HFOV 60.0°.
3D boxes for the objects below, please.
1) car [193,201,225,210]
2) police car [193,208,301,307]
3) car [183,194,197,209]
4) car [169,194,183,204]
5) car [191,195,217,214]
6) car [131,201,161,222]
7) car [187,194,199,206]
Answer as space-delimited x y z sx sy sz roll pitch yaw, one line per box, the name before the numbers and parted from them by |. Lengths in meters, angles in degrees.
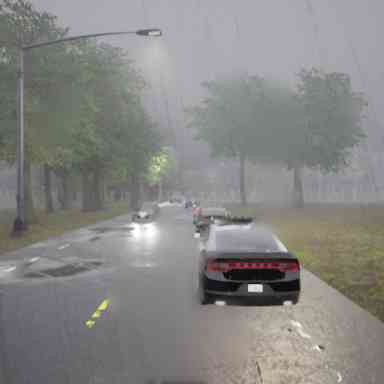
car | 1.107 1.479 18.074 1.837 1.490 4.892 0 0 0
police car | 1.076 1.412 8.183 1.930 1.638 5.238 0 0 0
car | 0.188 1.411 45.533 2.097 1.767 4.553 0 0 1
car | -3.299 1.446 67.312 2.150 2.045 5.566 0 0 1
car | 1.124 1.324 24.047 2.097 1.767 4.553 0 0 0
car | -3.517 1.467 26.246 2.128 1.511 4.902 0 0 0
car | 0.187 1.384 59.520 2.150 2.045 5.566 0 0 0
